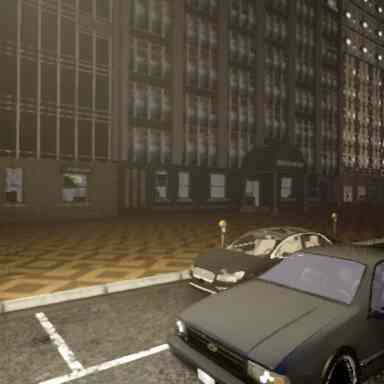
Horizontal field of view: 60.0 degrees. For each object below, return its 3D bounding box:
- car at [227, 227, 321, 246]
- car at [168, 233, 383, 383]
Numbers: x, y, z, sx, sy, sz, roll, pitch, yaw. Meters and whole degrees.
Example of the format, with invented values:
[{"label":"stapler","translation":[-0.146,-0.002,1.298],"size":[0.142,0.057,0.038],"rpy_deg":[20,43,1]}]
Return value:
[{"label":"car","translation":[1.975,1.553,7.959],"size":[4.403,1.369,2.008],"rpy_deg":[0,1,-36]},{"label":"car","translation":[2.326,1.549,4.974],"size":[5.357,1.411,2.033],"rpy_deg":[0,0,-35]}]
